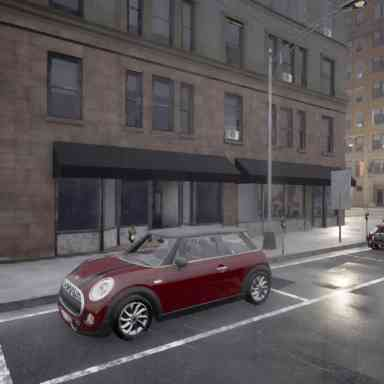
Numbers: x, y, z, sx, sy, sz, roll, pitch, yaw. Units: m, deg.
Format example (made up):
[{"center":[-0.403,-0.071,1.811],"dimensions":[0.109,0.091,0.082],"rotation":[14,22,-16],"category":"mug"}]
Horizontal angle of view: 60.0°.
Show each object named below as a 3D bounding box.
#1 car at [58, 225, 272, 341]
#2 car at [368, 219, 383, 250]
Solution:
[{"center":[-0.395,1.441,6.466],"dimensions":[4.097,1.590,1.967],"rotation":[0,0,-35],"category":"car"},{"center":[8.564,1.445,12.825],"dimensions":[4.097,1.590,1.967],"rotation":[0,0,-35],"category":"car"}]
